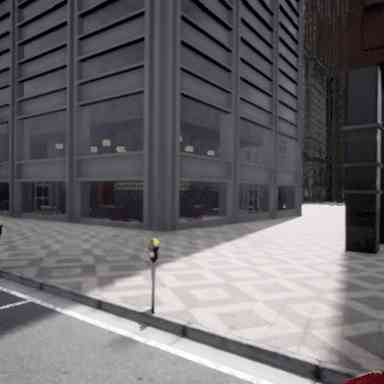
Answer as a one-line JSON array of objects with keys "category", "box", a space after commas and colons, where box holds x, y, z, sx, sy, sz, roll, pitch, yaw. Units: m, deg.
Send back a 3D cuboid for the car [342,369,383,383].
[{"category": "car", "box": [2.704, 1.557, 1.031, 4.507, 1.381, 1.887, 0, 1, 36]}]
